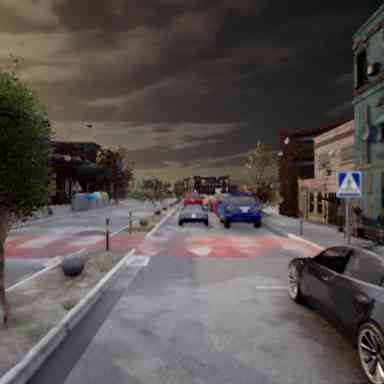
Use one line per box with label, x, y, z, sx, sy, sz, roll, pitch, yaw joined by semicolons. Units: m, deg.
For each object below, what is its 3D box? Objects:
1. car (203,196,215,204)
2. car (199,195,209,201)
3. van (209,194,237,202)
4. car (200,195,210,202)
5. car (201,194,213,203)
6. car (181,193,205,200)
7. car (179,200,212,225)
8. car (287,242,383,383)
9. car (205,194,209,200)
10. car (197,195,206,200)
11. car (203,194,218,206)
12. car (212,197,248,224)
car;3.008;1.444;60.377;2.002;1.452;4.674;0;0;0
car;3.004;1.473;82.332;2.231;1.521;4.892;0;0;0
van;3.004;1.153;32.766;1.878;1.987;4.442;0;0;0
car;3.011;1.446;76.812;2.231;1.521;4.892;0;0;0
car;3.009;1.291;65.871;2.185;1.767;4.553;0;0;0
car;0.109;1.116;41.275;2.150;2.045;5.566;0;0;0
car;0.104;1.482;23.149;1.994;1.385;4.181;0;0;0
car;2.998;1.493;5.196;2.163;1.488;4.792;0;0;0
car;3.006;1.256;49.181;2.185;1.767;4.553;0;0;0
car;2.661;1.568;93.422;2.097;1.535;5.008;0;-1;-2
car;3.007;1.265;54.701;2.185;1.767;4.553;0;0;0
car;3.002;1.428;27.124;2.002;1.452;4.674;0;0;0
